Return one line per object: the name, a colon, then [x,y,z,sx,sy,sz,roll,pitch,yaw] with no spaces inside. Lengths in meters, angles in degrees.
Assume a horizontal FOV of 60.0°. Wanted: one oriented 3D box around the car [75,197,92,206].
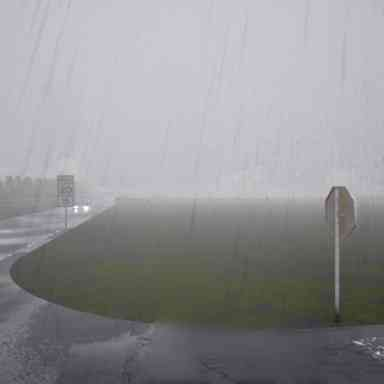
car: [-16.407,1.337,50.373,1.895,1.301,4.718,0,0,-9]
